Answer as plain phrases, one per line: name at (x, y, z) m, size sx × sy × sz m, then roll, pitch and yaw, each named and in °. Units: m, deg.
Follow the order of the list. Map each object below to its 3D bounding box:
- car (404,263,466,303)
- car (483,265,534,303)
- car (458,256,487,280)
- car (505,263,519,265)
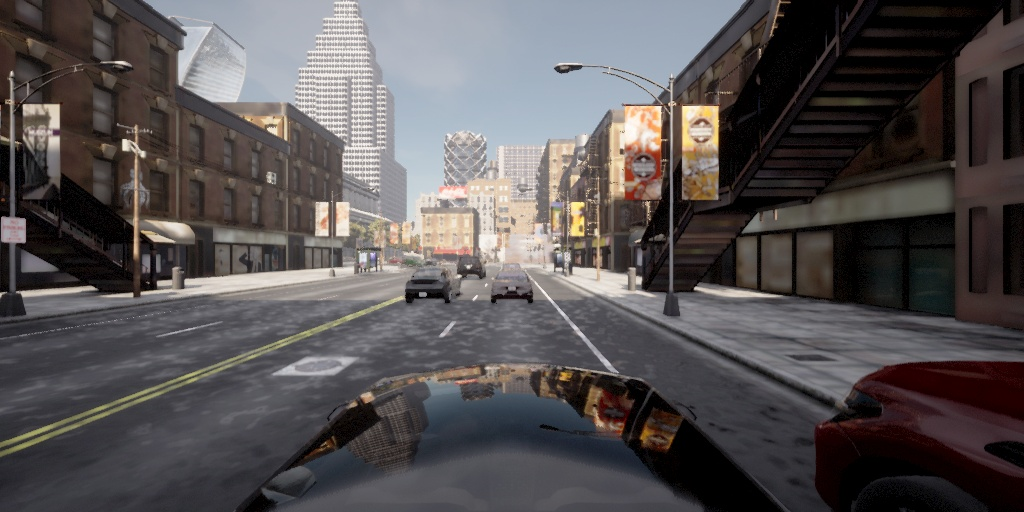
car at (-3.500, 1.263, 16.500) m, size 1.837 × 1.490 × 4.892 m, roll 0°, pitch 0°, yaw 0°
car at (0.000, 1.310, 16.500) m, size 2.033 × 1.411 × 5.357 m, roll 0°, pitch 0°, yaw 0°
car at (-3.500, 1.005, 31.530) m, size 2.150 × 2.045 × 5.566 m, roll 0°, pitch 0°, yaw 0°
car at (0.000, 1.311, 31.500) m, size 2.033 × 1.411 × 5.357 m, roll 0°, pitch 0°, yaw 0°
